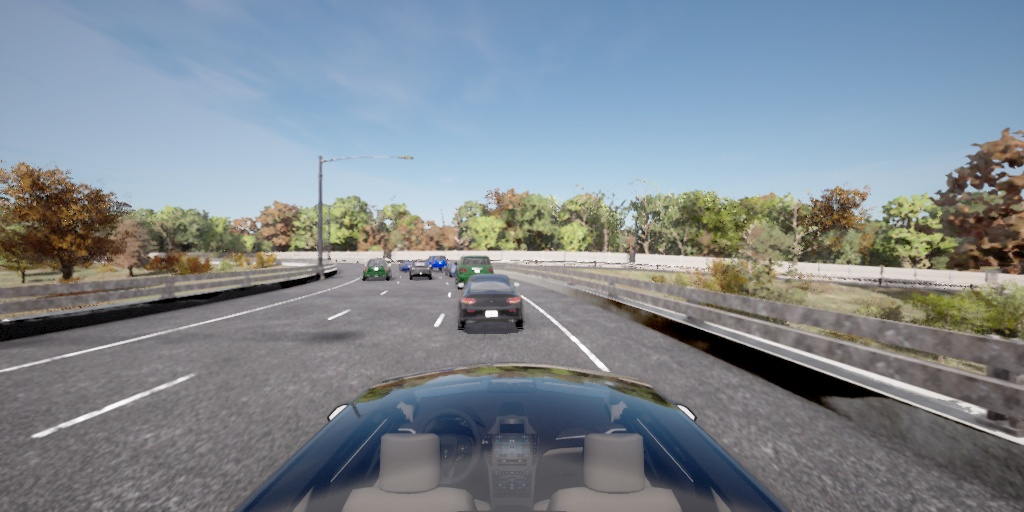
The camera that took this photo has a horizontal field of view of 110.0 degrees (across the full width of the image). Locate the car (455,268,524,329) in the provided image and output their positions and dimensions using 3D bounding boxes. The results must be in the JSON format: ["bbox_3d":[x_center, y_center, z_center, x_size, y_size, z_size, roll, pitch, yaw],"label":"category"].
[{"bbox_3d":[-0.707,1.268,11.170,1.812,1.442,4.674,0,0,-5],"label":"car"}]

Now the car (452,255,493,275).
[{"bbox_3d":[-2.501,0.957,23.115,2.150,2.045,5.566,0,0,-11],"label":"car"}]

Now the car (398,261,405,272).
[{"bbox_3d":[-13.287,1.291,45.535,1.994,1.385,4.181,0,0,-24],"label":"car"}]

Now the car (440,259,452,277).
[{"bbox_3d":[-5.443,1.273,34.850,2.033,1.411,5.357,0,0,-17],"label":"car"}]

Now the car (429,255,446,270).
[{"bbox_3d":[-9.847,0.941,46.455,2.150,2.045,5.566,0,0,-23],"label":"car"}]

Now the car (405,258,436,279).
[{"bbox_3d":[-8.222,1.225,31.971,2.128,1.511,4.902,0,0,-16],"label":"car"}]

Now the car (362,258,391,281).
[{"bbox_3d":[-11.478,1.090,30.680,2.097,1.767,4.553,0,0,-17],"label":"car"}]
